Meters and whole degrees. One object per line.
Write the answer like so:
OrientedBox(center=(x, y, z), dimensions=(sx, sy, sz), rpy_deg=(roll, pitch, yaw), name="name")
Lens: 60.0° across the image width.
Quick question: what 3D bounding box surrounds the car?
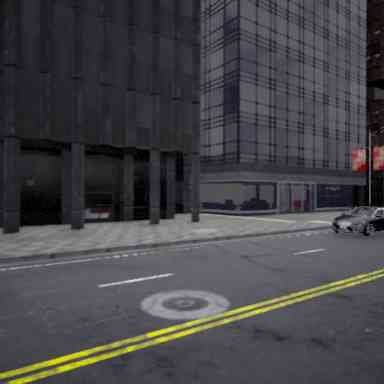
OrientedBox(center=(9.860, 1.568, 18.707), dimensions=(4.902, 1.511, 2.128), rpy_deg=(0, 0, -35), name="car")
